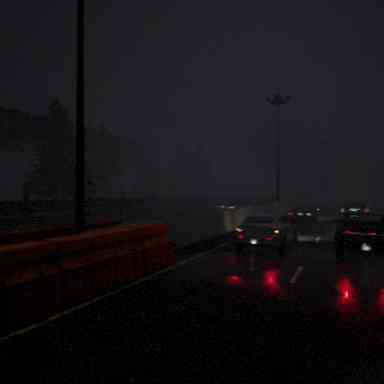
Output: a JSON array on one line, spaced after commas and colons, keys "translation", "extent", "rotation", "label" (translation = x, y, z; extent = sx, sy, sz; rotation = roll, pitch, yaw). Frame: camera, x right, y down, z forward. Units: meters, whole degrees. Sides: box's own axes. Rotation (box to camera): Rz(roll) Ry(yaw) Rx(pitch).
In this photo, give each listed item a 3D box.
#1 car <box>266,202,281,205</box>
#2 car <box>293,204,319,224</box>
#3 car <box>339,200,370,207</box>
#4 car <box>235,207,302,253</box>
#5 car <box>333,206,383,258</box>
[{"translation": [12.410, 1.425, 50.050], "extent": [2.097, 1.767, 4.553], "rotation": [0, 0, 29], "label": "car"}, {"translation": [8.633, 1.594, 25.591], "extent": [2.033, 1.411, 5.357], "rotation": [0, 0, 25], "label": "car"}, {"translation": [12.706, 1.416, 26.010], "extent": [2.097, 1.767, 4.553], "rotation": [0, 0, 25], "label": "car"}, {"translation": [3.170, 1.545, 13.782], "extent": [1.812, 1.442, 4.674], "rotation": [0, -1, 25], "label": "car"}, {"translation": [6.429, 1.524, 12.480], "extent": [2.128, 1.511, 4.902], "rotation": [0, 0, 25], "label": "car"}]
